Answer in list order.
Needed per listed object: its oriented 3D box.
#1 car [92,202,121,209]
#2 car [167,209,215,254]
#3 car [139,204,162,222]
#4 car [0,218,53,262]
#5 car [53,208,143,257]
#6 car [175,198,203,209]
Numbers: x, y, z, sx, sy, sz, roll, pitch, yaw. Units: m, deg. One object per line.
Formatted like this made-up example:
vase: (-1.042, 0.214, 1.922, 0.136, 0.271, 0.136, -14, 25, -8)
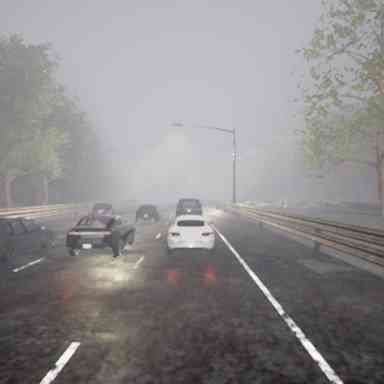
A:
car: (-7.257, 1.661, 28.546, 2.097, 1.767, 4.553, 0, -1, -1)
car: (-0.044, 1.676, 14.064, 1.812, 1.442, 4.674, 0, 0, 0)
car: (-3.768, 1.798, 29.423, 1.882, 1.535, 5.008, 0, 0, -1)
car: (-7.043, 1.683, 12.646, 2.033, 1.411, 5.357, 0, -1, 0)
car: (-3.543, 1.638, 13.640, 2.128, 1.511, 4.902, 0, 0, 0)
car: (-0.248, 1.527, 27.823, 2.150, 2.045, 5.566, 0, 0, -1)
